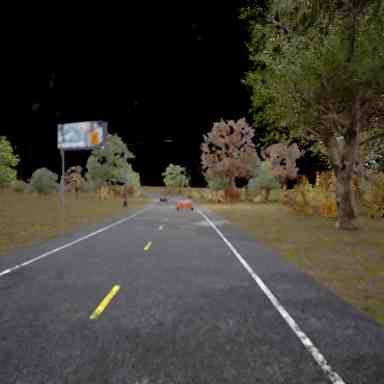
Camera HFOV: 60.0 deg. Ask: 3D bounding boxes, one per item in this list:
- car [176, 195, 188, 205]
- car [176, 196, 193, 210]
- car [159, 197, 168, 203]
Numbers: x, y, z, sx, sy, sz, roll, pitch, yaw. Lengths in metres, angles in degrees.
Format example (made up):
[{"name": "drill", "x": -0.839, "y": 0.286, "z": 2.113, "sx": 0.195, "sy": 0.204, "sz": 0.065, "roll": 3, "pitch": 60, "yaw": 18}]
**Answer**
[{"name": "car", "x": -2.011, "y": 1.510, "z": 63.122, "sx": 2.097, "sy": 1.767, "sz": 4.553, "roll": 0, "pitch": 0, "yaw": -4}, {"name": "car", "x": -0.971, "y": 1.476, "z": 44.439, "sx": 2.097, "sy": 1.767, "sz": 4.553, "roll": 0, "pitch": 0, "yaw": -3}, {"name": "car", "x": -6.587, "y": 1.777, "z": 76.796, "sx": 1.895, "sy": 1.301, "sz": 4.718, "roll": 0, "pitch": 0, "yaw": -4}]
